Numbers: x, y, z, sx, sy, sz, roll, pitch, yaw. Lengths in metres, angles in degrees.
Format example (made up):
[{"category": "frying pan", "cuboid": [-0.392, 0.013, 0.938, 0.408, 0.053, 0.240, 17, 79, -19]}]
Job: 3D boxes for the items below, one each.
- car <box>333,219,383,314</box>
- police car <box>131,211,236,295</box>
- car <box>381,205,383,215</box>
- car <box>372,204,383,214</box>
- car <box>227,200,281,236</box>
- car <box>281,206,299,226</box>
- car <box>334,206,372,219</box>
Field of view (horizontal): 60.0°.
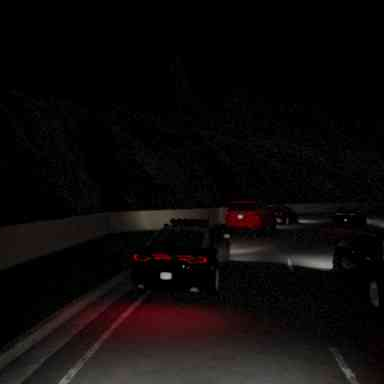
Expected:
[{"category": "car", "cuboid": [4.667, 1.617, 7.652, 1.837, 1.490, 4.892, 0, -1, 10]}, {"category": "police car", "cuboid": [-0.021, 1.547, 9.358, 1.930, 1.638, 5.238, 0, -1, 12]}, {"category": "car", "cuboid": [13.429, 1.800, 21.168, 2.128, 1.511, 4.902, 0, -1, 30]}, {"category": "car", "cuboid": [24.555, 2.178, 42.743, 4.181, 1.385, 1.994, 1, -1, -27]}, {"category": "car", "cuboid": [3.808, 1.504, 20.917, 2.150, 2.045, 5.566, 0, -1, 25]}, {"category": "car", "cuboid": [7.356, 1.877, 27.331, 1.837, 1.490, 4.892, 0, -1, 33]}, {"category": "car", "cuboid": [12.442, 1.860, 26.023, 2.128, 1.511, 4.902, 0, -1, 34]}]
